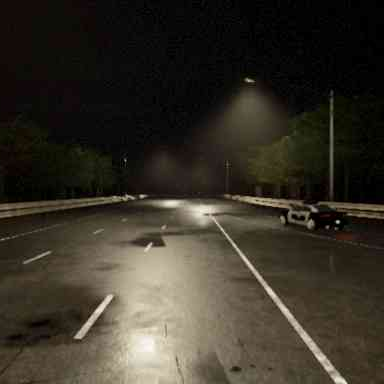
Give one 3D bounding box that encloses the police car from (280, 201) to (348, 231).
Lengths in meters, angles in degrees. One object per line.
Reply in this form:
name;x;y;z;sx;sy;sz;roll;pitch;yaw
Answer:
police car;7.201;1.398;20.462;1.930;1.638;5.238;0;0;-15
